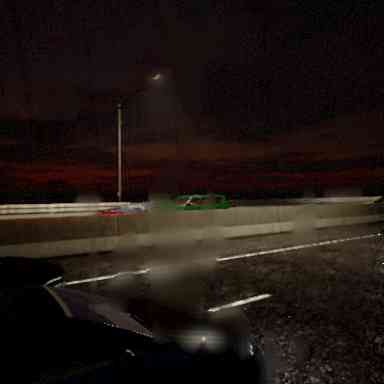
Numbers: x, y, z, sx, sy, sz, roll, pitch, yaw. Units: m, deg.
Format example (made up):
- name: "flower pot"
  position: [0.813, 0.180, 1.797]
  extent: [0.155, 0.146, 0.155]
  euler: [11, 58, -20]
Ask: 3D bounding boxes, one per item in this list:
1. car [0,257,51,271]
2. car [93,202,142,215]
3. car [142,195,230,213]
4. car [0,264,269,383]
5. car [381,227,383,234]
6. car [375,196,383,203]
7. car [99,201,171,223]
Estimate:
- name: "car"
  position: [-4.486, 1.479, 4.846]
  extent: [5.008, 1.535, 1.882]
  euler: [-1, 0, -35]
- name: "car"
  position: [-4.290, 1.578, 22.429]
  extent: [4.718, 1.301, 1.895]
  euler: [0, 0, -36]
- name: "car"
  position: [-0.039, 1.192, 21.162]
  extent: [5.566, 2.045, 2.150]
  euler: [0, 0, -35]
- name: "car"
  position: [-1.292, 1.563, 2.825]
  extent: [4.181, 1.385, 1.994]
  euler: [0, 0, -36]
- name: "car"
  position: [11.214, 1.503, 16.045]
  extent: [5.357, 1.411, 2.033]
  euler: [0, 0, -36]
- name: "car"
  position: [29.939, 1.376, 51.075]
  extent: [4.674, 1.442, 1.812]
  euler: [0, 0, -35]
- name: "car"
  position: [-4.467, 1.519, 26.602]
  extent: [5.357, 1.411, 2.033]
  euler: [0, 0, -36]
